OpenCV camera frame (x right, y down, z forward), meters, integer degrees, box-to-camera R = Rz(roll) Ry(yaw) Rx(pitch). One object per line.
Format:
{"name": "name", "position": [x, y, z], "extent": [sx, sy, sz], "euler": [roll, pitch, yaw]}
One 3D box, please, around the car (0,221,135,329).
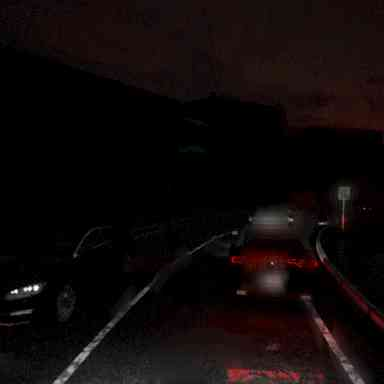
{"name": "car", "position": [-2.747, 1.447, 7.214], "extent": [2.128, 1.511, 4.902], "euler": [1, 0, 10]}

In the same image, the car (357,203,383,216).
{"name": "car", "position": [21.835, 2.022, 39.415], "extent": [5.357, 1.411, 2.033], "euler": [2, 3, -33]}

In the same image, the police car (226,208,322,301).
{"name": "police car", "position": [2.021, 1.434, 8.614], "extent": [1.930, 1.638, 5.238], "euler": [1, 0, 12]}

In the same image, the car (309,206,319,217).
{"name": "car", "position": [7.369, 1.593, 22.623], "extent": [1.837, 1.490, 4.892], "euler": [3, 1, 30]}

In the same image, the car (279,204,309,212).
{"name": "car", "position": [4.912, 1.499, 17.708], "extent": [1.801, 1.575, 5.366], "euler": [2, 0, 23]}
